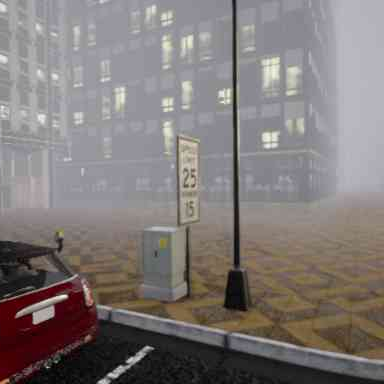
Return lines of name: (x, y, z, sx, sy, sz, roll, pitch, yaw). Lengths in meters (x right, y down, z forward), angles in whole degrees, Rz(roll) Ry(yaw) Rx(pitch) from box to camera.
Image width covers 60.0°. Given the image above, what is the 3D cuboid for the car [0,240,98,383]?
car: (-3.364, 1.393, 4.602, 4.097, 1.590, 1.967, 0, 1, 28)
